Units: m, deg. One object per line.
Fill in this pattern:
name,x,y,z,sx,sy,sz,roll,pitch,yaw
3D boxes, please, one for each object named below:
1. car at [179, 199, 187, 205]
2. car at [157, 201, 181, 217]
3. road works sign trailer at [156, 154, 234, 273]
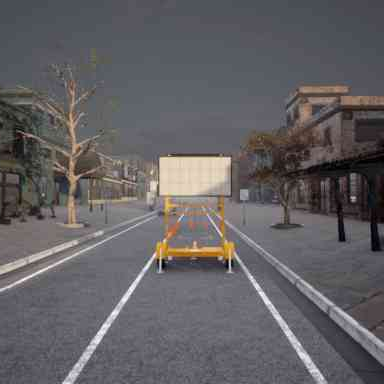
car,-2.257,2.423,76.022,2.128,1.511,4.902,0,0,1
car,-2.739,1.974,37.136,2.128,1.511,4.902,0,-1,1
road works sign trailer,0.105,0.552,10.933,2.380,3.560,2.880,0,-1,1
